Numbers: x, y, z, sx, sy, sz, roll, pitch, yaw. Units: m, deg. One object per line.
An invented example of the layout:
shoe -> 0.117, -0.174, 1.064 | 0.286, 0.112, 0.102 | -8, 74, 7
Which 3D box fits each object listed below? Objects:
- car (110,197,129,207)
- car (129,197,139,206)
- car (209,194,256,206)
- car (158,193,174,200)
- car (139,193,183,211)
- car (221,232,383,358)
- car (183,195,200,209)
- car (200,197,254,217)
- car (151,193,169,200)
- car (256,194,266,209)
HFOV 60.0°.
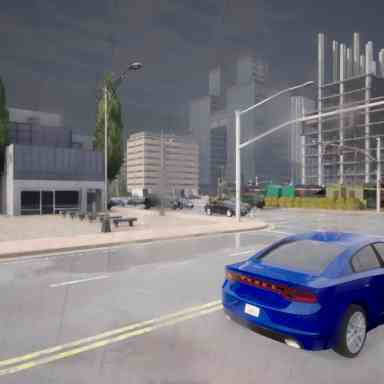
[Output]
car -> -12.083, 1.526, 52.300 | 1.812, 1.442, 4.674 | 0, 0, -36
car -> -8.943, 1.564, 53.931 | 1.994, 1.385, 4.181 | 0, 0, -36
car -> 4.243, 1.352, 35.886 | 2.097, 1.767, 4.553 | 0, 0, -36
car -> -6.809, 1.156, 87.176 | 3.866, 1.878, 1.905 | 0, 0, -38
car -> -3.933, 1.220, 41.128 | 2.150, 2.045, 5.566 | 0, 0, -36
car -> 2.766, 1.478, 6.126 | 5.008, 1.535, 1.882 | 0, 0, -38
car -> -1.647, 1.491, 43.934 | 2.128, 1.511, 4.902 | 0, 0, -36
car -> 3.160, 1.505, 31.440 | 1.837, 1.490, 4.892 | 0, 0, -36
car -> -8.535, 1.153, 89.499 | 4.605, 1.855, 1.932 | 0, 0, -38
car -> 7.185, 1.221, 43.938 | 2.150, 2.045, 5.566 | 0, 0, -35
